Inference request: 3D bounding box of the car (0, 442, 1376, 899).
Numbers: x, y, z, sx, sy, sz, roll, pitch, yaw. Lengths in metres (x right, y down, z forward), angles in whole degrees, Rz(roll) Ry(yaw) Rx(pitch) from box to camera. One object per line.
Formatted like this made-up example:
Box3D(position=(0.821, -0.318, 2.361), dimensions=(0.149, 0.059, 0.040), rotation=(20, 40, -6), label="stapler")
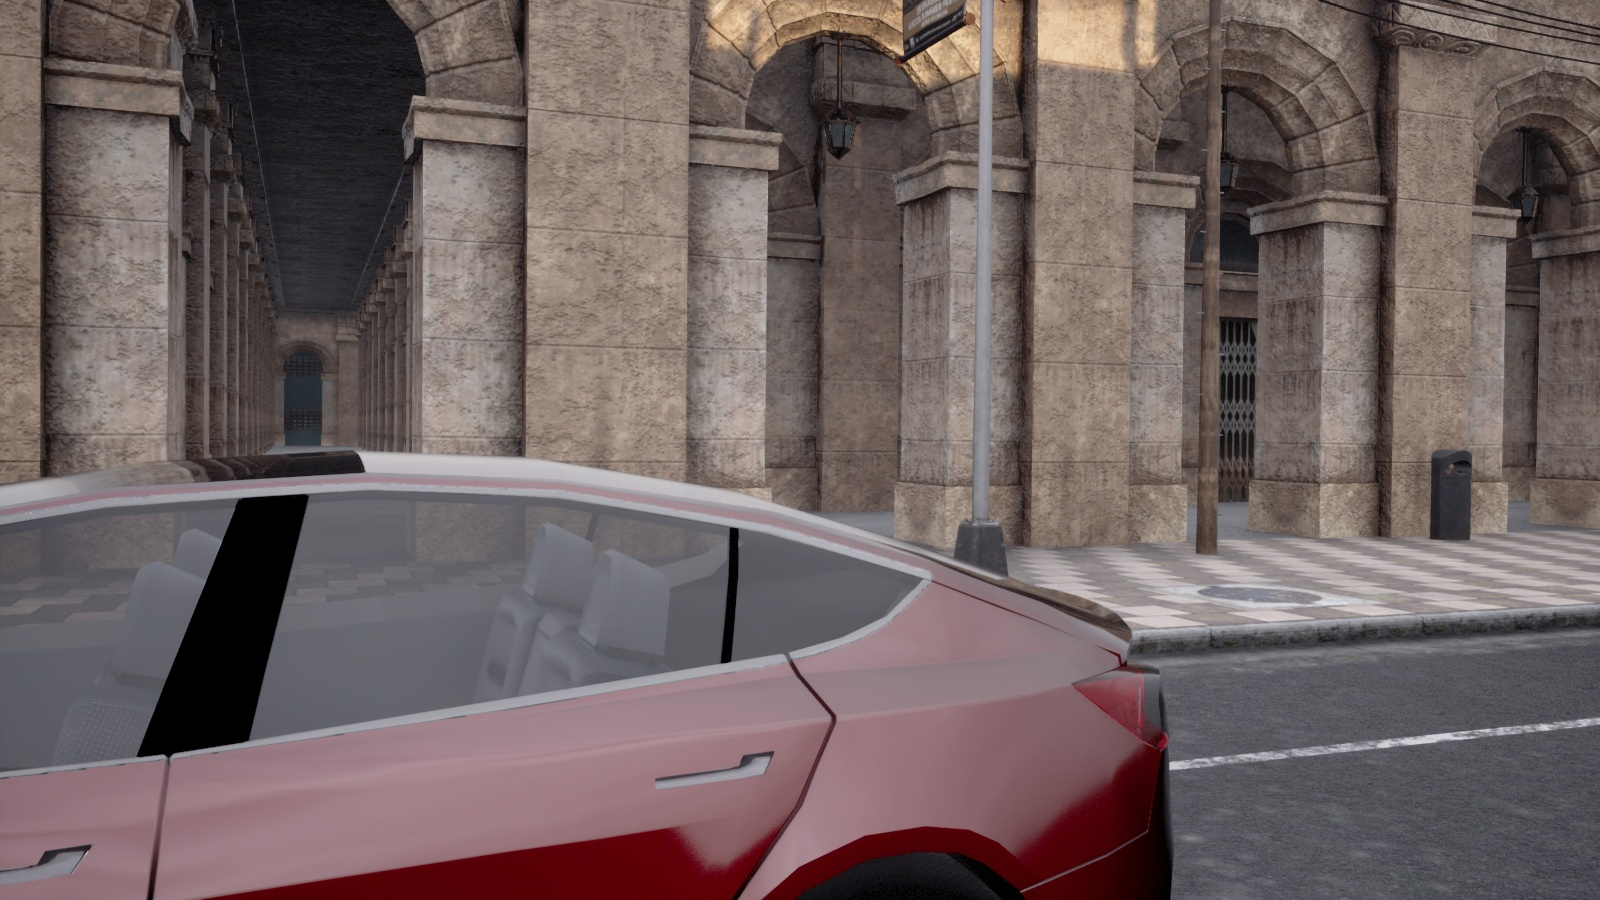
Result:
Box3D(position=(-1.450, 0.769, 2.707), dimensions=(4.792, 1.488, 2.163), rotation=(-1, 1, -21), label="car")
